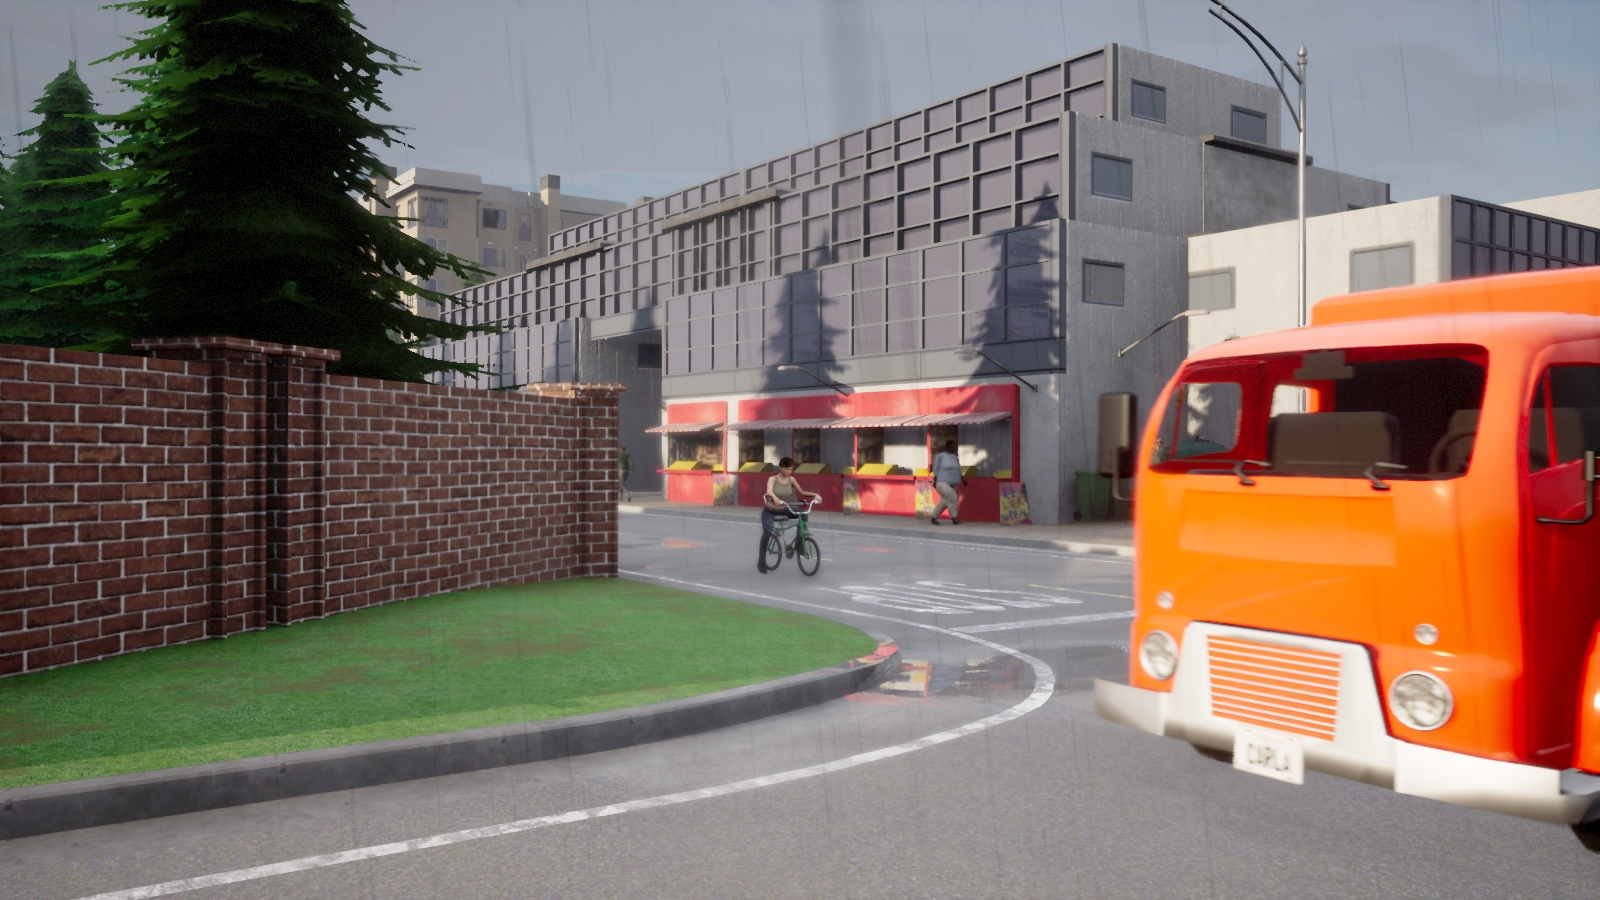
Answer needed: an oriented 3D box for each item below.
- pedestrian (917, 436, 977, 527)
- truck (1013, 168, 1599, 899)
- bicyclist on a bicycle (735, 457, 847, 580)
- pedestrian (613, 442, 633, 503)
[{"bbox_3d":[3.062,0.639,26.185,0.874,1.855,0.900,0,0,-40],"label":"pedestrian"},{"bbox_3d":[3.907,0.374,6.376,5.204,2.467,2.627,0,0,-35],"label":"truck"},{"bbox_3d":[-0.142,0.900,17.330,0.866,1.612,1.509,0,0,-33],"label":"bicyclist on a bicycle"},{"bbox_3d":[-5.418,0.687,38.424,0.353,1.847,0.614,0,0,-36],"label":"pedestrian"}]
